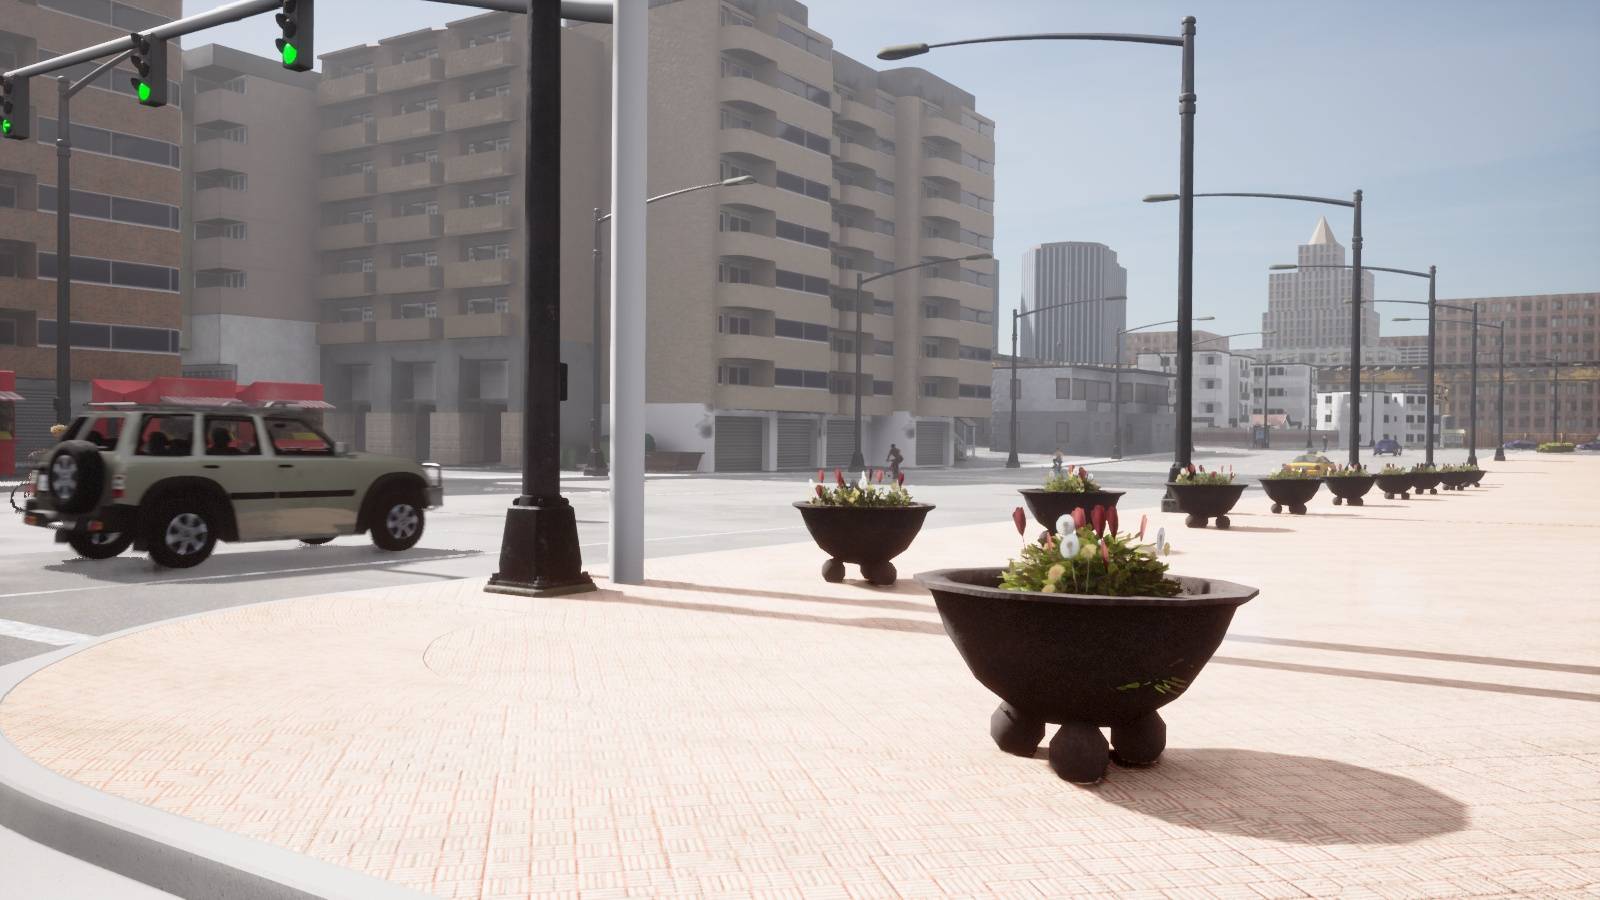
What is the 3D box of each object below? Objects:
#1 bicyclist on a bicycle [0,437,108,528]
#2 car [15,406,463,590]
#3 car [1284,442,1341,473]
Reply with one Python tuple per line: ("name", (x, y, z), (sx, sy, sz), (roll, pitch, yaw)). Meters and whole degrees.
("bicyclist on a bicycle", (-13.787, 0.576, 23.194), (0.866, 1.612, 1.509), (0, 0, 33))
("car", (-6.511, 0.474, 15.125), (1.932, 1.855, 4.605), (0, 0, 33))
("car", (27.379, 0.370, 67.011), (1.801, 1.575, 5.366), (0, 1, 33))
